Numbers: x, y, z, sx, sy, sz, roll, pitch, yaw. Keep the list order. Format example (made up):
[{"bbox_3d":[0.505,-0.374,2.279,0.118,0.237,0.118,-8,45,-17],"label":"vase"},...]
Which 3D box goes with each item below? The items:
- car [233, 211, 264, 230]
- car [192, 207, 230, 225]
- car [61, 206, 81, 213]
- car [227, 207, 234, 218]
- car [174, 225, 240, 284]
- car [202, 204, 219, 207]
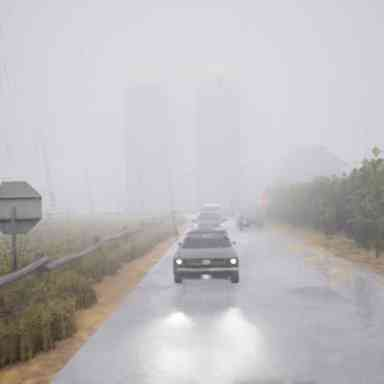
[{"bbox_3d":[4.809,2.428,27.992,1.895,1.301,4.718,-1,-2,3],"label":"car"},{"bbox_3d":[1.121,2.071,21.346,2.097,1.767,4.553,-1,-2,3],"label":"car"},{"bbox_3d":[-29.220,4.412,80.517,4.611,1.667,2.242,-1,-1,3],"label":"car"},{"bbox_3d":[3.961,2.818,46.461,2.128,1.511,4.902,1,-2,-32],"label":"car"},{"bbox_3d":[0.507,2.004,10.993,1.895,1.301,4.718,-1,-2,3],"label":"car"},{"bbox_3d":[1.779,2.219,31.905,2.150,2.045,5.566,-1,-1,4],"label":"car"}]
